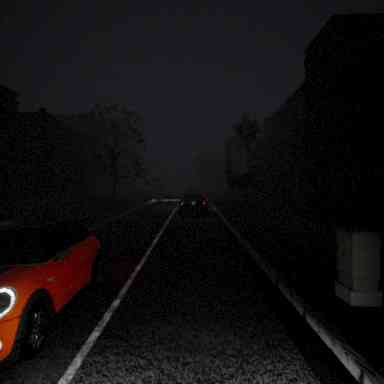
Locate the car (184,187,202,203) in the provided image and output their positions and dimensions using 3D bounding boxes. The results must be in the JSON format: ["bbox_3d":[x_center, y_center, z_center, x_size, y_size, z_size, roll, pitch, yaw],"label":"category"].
[{"bbox_3d":[0.094,0.340,41.543,2.097,1.767,4.553,0,1,0],"label":"car"}]

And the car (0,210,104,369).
[{"bbox_3d":[-3.100,1.306,5.878,2.097,1.767,4.553,0,1,0],"label":"car"}]

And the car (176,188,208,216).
[{"bbox_3d":[0.097,0.784,25.774,2.097,1.767,4.553,0,2,0],"label":"car"}]

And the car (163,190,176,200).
[{"bbox_3d":[-3.085,0.372,48.003,1.994,1.385,4.181,0,2,0],"label":"car"}]
